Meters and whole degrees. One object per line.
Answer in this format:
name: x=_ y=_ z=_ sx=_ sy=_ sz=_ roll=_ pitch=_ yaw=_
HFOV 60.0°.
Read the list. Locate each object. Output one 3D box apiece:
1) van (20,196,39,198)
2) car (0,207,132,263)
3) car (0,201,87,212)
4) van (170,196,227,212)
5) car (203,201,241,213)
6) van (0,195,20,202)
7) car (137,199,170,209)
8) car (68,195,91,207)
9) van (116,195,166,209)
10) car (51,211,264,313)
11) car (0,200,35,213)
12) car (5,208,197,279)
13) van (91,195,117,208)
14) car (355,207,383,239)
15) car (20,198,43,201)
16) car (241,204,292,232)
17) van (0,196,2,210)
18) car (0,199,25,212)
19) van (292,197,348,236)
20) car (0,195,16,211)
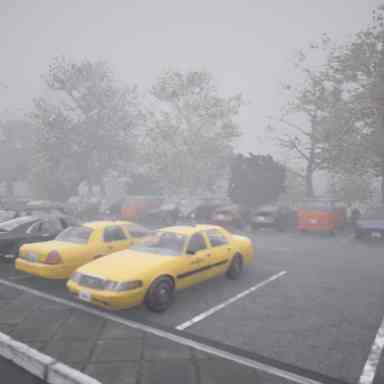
van: x=-19.411 y=1.435 z=38.377 sx=1.878 sy=1.987 sz=4.442 roll=0 pitch=0 yaw=36
car: x=-4.624 y=1.512 z=11.413 sx=2.231 sy=1.521 sz=4.892 roll=0 pitch=0 yaw=36
car: x=-6.856 y=1.396 z=13.071 sx=2.185 sy=1.767 sz=4.553 roll=0 pitch=0 yaw=36
van: x=0.783 y=1.291 z=23.516 sx=1.878 sy=1.987 sz=4.442 roll=0 pitch=0 yaw=35
car: x=3.096 y=1.536 z=22.015 sx=2.163 sy=1.488 sz=4.792 roll=0 pitch=0 yaw=36
van: x=-11.306 y=1.326 z=16.390 sx=1.878 sy=1.987 sz=4.442 roll=0 pitch=0 yaw=36
car: x=-1.408 y=1.530 z=25.238 sx=2.097 sy=1.535 sz=5.008 roll=0 pitch=0 yaw=36
car: x=-8.165 y=1.328 z=30.077 sx=2.435 sy=2.045 sz=5.566 roll=0 pitch=0 yaw=36
van: x=-3.589 y=1.321 z=26.951 sx=1.878 sy=1.987 sz=4.442 roll=0 pitch=0 yaw=36
car: x=-0.335 y=1.506 z=8.094 sx=1.946 sy=1.575 sz=5.366 roll=0 pitch=0 yaw=36
car: x=-21.623 y=1.717 z=39.828 sx=2.002 sy=1.452 sz=4.674 roll=0 pitch=0 yaw=36
car: x=-2.268 y=1.504 z=9.948 sx=1.946 sy=1.575 sz=5.366 roll=0 pitch=0 yaw=36
van: x=-5.972 y=1.337 z=28.383 sx=1.878 sy=1.987 sz=4.442 roll=0 pitch=0 yaw=36
car: x=9.795 y=1.540 z=17.107 sx=2.163 sy=1.488 sz=4.792 roll=0 pitch=0 yaw=36
car: x=-14.889 y=1.628 z=34.960 sx=2.097 sy=1.535 sz=5.008 roll=0 pitch=0 yaw=36
car: x=5.235 y=1.532 z=20.470 sx=2.163 sy=1.488 sz=4.792 roll=0 pitch=0 yaw=36
van: x=-28.394 y=1.500 z=44.864 sx=1.878 sy=1.987 sz=4.442 roll=0 pitch=0 yaw=36
car: x=-23.872 y=1.693 z=41.447 sx=2.097 sy=1.535 sz=5.008 roll=0 pitch=0 yaw=36
van: x=7.534 y=1.279 z=18.919 sx=1.878 sy=1.987 sz=4.442 roll=0 pitch=0 yaw=36
car: x=-26.233 y=1.458 z=43.125 sx=2.435 sy=2.045 sz=5.566 roll=0 pitch=0 yaw=36
